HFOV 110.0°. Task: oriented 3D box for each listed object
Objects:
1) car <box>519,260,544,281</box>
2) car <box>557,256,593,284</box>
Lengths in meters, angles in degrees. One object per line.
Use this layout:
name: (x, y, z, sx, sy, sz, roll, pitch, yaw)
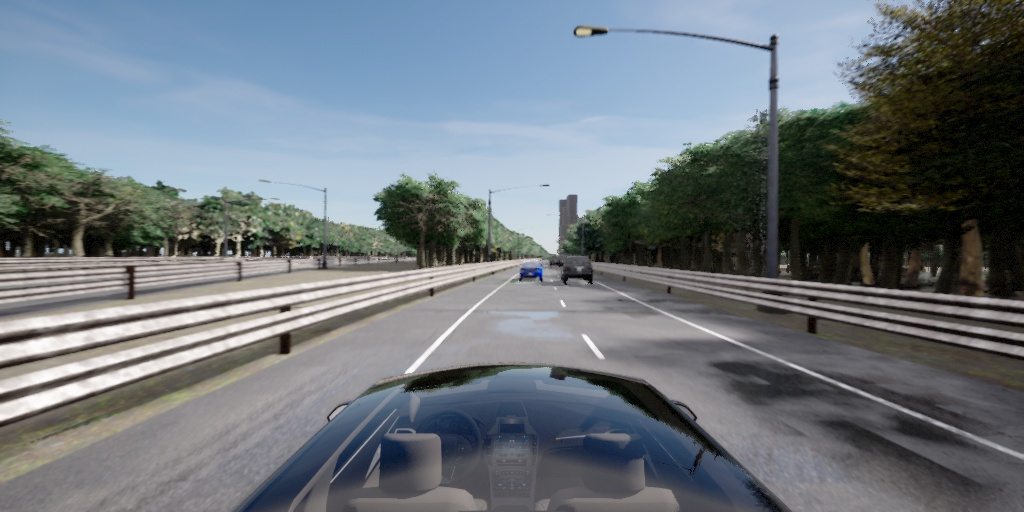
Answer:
car: (1.684, 1.259, 30.743, 1.882, 1.535, 5.008, 1, 0, 5)
car: (4.943, 1.036, 27.823, 2.150, 2.045, 5.566, 1, 0, 5)
